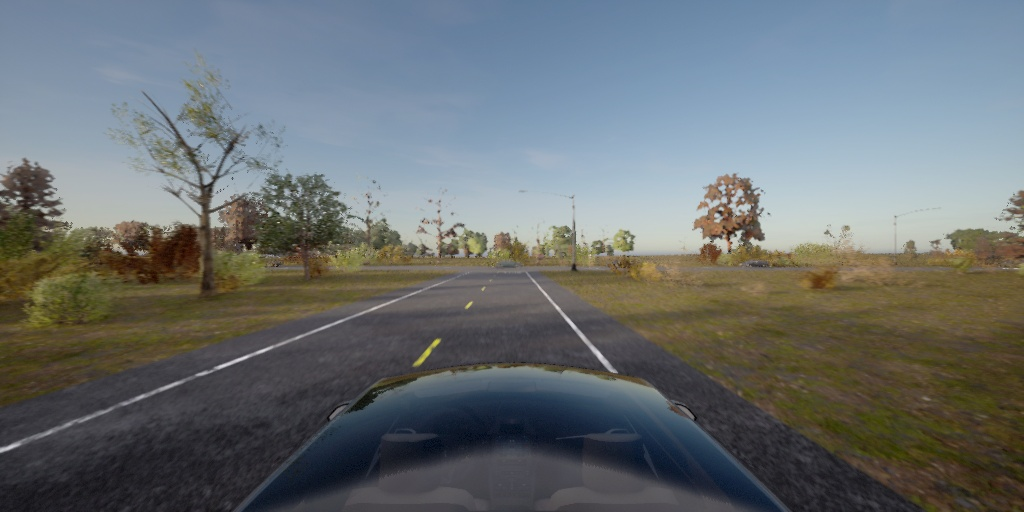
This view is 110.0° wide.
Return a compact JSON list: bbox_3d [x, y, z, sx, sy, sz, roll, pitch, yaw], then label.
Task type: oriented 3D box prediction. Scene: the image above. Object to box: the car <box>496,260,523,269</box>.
[{"bbox_3d":[-0.380,1.326,56.223,4.181,1.385,1.994,0,0,-1],"label":"car"}]
